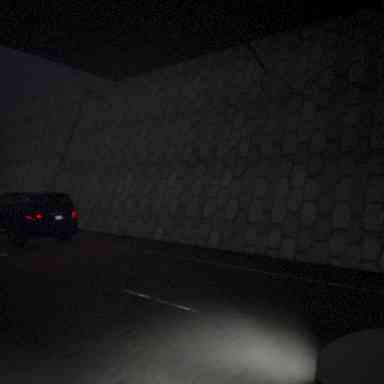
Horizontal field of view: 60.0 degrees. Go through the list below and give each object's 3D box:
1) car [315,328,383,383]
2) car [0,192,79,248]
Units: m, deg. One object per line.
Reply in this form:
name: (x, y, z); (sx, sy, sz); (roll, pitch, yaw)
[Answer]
car: (3.056, 1.546, 1.710); (4.674, 1.442, 1.812); (1, 1, 38)
car: (-7.046, 0.998, 13.941); (5.566, 2.045, 2.150); (1, 1, 38)
